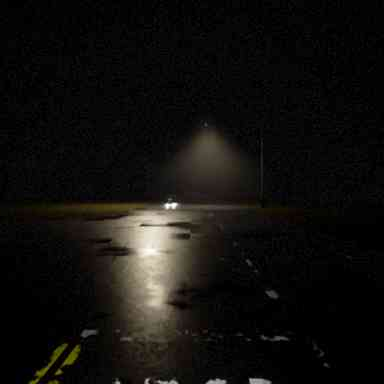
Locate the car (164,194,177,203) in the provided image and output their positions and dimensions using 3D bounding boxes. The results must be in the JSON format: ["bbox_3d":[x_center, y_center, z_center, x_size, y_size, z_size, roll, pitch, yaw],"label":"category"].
[{"bbox_3d":[-3.508,1.068,55.607,2.128,1.511,4.902,0,1,0],"label":"car"}]
